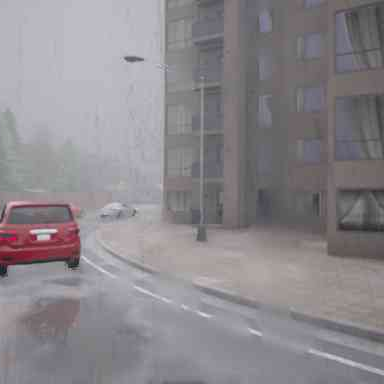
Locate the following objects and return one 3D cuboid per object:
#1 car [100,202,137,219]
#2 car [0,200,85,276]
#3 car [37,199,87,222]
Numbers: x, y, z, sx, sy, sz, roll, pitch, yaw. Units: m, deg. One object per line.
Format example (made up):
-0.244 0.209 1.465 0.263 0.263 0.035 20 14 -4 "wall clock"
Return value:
-6.901 1.708 31.283 1.812 1.442 4.674 0 -1 17 "car"
-5.145 1.271 10.893 2.150 2.045 5.566 0 0 -30 "car"
-11.055 1.492 28.665 2.097 1.767 4.553 0 0 8 "car"
